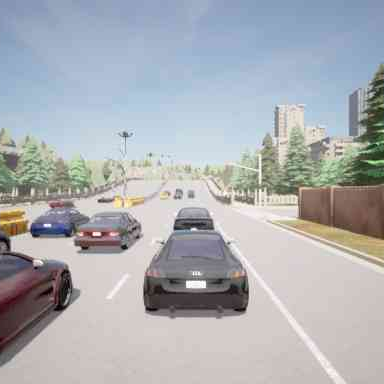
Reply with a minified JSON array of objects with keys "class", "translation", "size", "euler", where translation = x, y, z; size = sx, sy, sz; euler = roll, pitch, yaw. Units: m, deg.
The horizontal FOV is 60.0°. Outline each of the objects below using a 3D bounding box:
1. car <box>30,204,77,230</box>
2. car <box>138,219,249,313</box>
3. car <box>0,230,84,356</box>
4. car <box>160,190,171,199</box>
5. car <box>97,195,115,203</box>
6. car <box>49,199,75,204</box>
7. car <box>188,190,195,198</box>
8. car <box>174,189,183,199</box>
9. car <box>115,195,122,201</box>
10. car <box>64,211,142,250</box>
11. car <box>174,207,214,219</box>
[{"class":"car","translation":[-6.919,1.564,17.931],"size":[1.994,1.385,4.181],"euler":[0,0,0]},{"class":"car","translation":[0.088,1.564,7.740],"size":[1.994,1.385,4.181],"euler":[0,0,1]},{"class":"car","translation":[-3.410,1.564,5.131],"size":[1.994,1.385,4.181],"euler":[0,0,0]},{"class":"car","translation":[-7.198,1.024,86.902],"size":[1.882,1.535,5.008],"euler":[0,3,0]},{"class":"car","translation":[-17.578,1.601,66.843],"size":[1.895,1.301,4.718],"euler":[0,0,0]},{"class":"car","translation":[-17.646,1.601,45.131],"size":[1.895,1.301,4.718],"euler":[0,0,0]},{"class":"car","translation":[-0.218,0.839,90.060],"size":[1.837,1.490,4.892],"euler":[0,4,0]},{"class":"car","translation":[-3.697,0.903,86.888],"size":[2.097,1.767,4.553],"euler":[0,3,0]},{"class":"car","translation":[-17.636,1.463,77.537],"size":[2.033,1.411,5.357],"euler":[0,1,0]},{"class":"car","translation":[-3.409,1.547,14.371],"size":[2.033,1.411,5.357],"euler":[0,0,0]},{"class":"car","translation":[0.084,1.478,16.730],"size":[1.882,1.535,5.008],"euler":[0,0,0]}]
